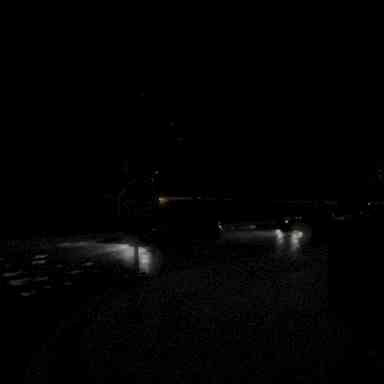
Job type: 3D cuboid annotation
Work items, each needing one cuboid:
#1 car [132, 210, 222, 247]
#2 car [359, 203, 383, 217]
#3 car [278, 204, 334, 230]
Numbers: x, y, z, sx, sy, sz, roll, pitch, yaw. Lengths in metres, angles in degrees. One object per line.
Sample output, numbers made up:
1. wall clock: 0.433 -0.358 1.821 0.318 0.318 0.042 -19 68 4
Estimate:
1. car: -0.614 1.529 14.757 4.181 1.385 1.994 1 -1 -42
2. car: 17.047 1.753 30.457 4.892 1.490 1.837 0 0 -42
3. car: 7.653 1.589 22.115 4.902 1.511 2.128 1 -1 -42
